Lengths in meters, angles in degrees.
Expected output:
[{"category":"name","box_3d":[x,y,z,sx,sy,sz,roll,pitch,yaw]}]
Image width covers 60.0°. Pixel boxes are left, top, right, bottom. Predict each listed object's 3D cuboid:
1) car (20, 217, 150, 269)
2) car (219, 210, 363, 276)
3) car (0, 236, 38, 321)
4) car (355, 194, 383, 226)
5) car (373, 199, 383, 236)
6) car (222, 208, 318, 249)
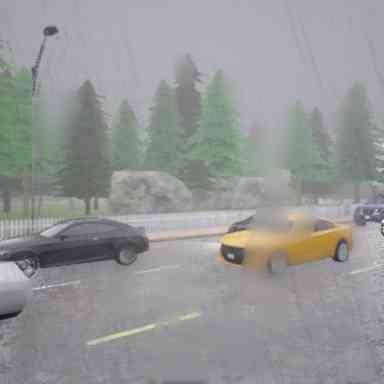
[{"category":"car","box_3d":[-3.523,1.521,10.070,4.674,1.442,1.812,0,0,-35]},{"category":"car","box_3d":[3.082,1.464,10.469,5.008,1.535,1.882,0,0,-35]},{"category":"car","box_3d":[-4.981,1.603,4.726,4.718,1.301,1.895,0,0,-35]},{"category":"car","box_3d":[12.875,1.184,21.751,5.566,2.045,2.150,0,0,-35]},{"category":"car","box_3d":[11.193,1.322,16.243,4.553,1.767,2.097,0,0,-35]},{"category":"car","box_3d":[3.630,1.545,15.165,4.181,1.385,1.994,0,0,-35]}]
